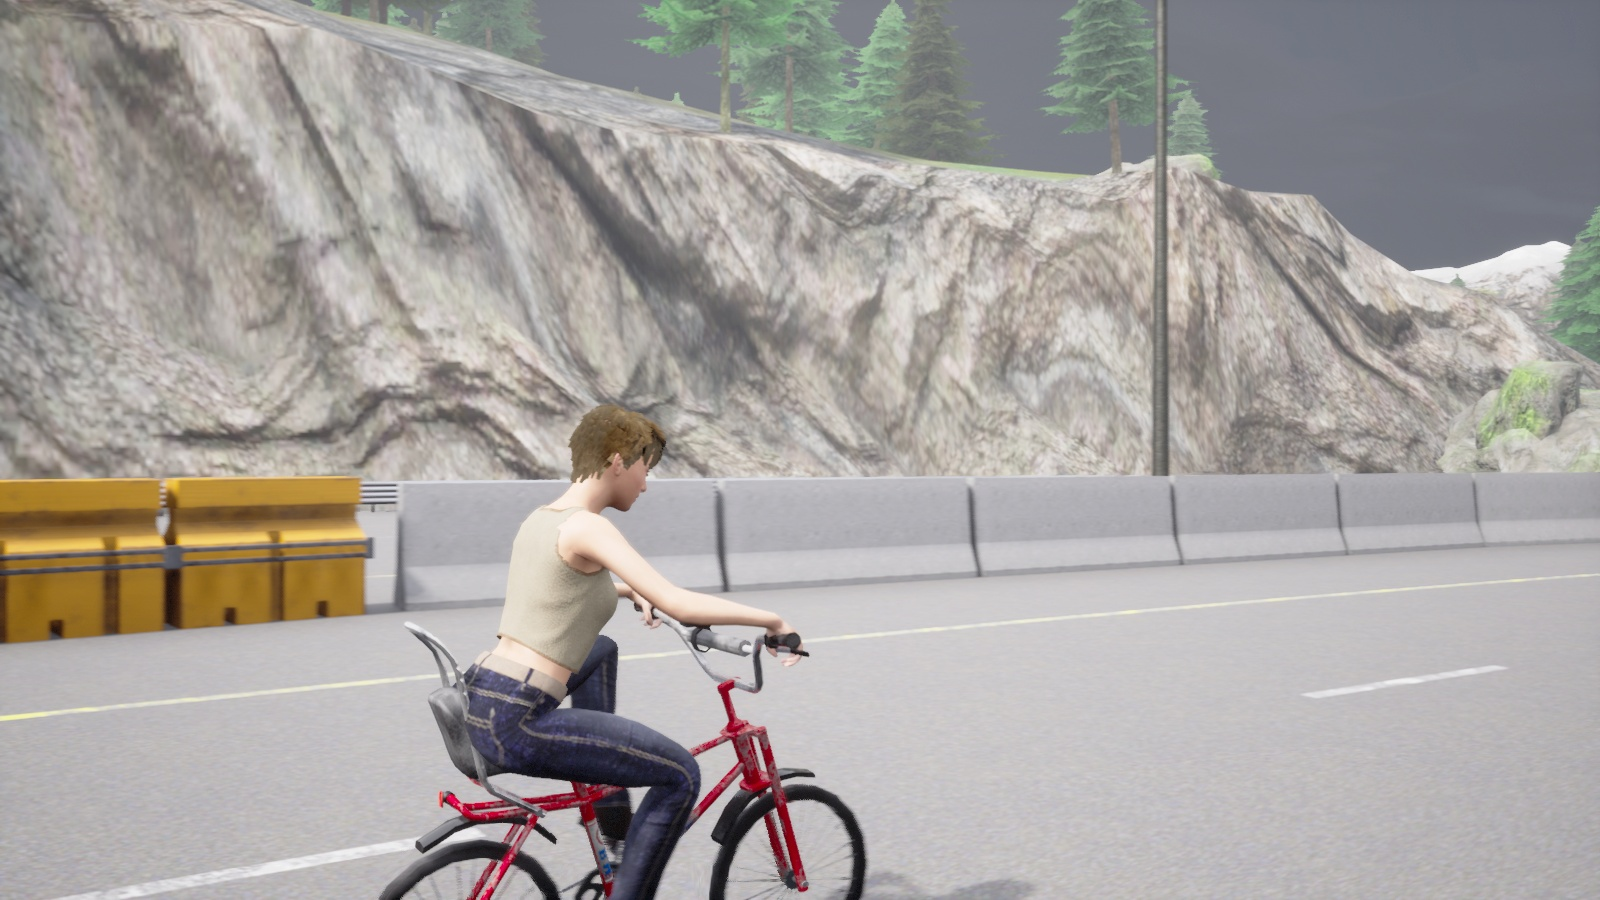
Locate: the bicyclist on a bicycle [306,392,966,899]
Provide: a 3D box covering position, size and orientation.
[{"bbox_3d":[-0.421,0.689,3.339,1.509,1.612,0.866,0,0,-34],"label":"bicyclist on a bicycle"}]
